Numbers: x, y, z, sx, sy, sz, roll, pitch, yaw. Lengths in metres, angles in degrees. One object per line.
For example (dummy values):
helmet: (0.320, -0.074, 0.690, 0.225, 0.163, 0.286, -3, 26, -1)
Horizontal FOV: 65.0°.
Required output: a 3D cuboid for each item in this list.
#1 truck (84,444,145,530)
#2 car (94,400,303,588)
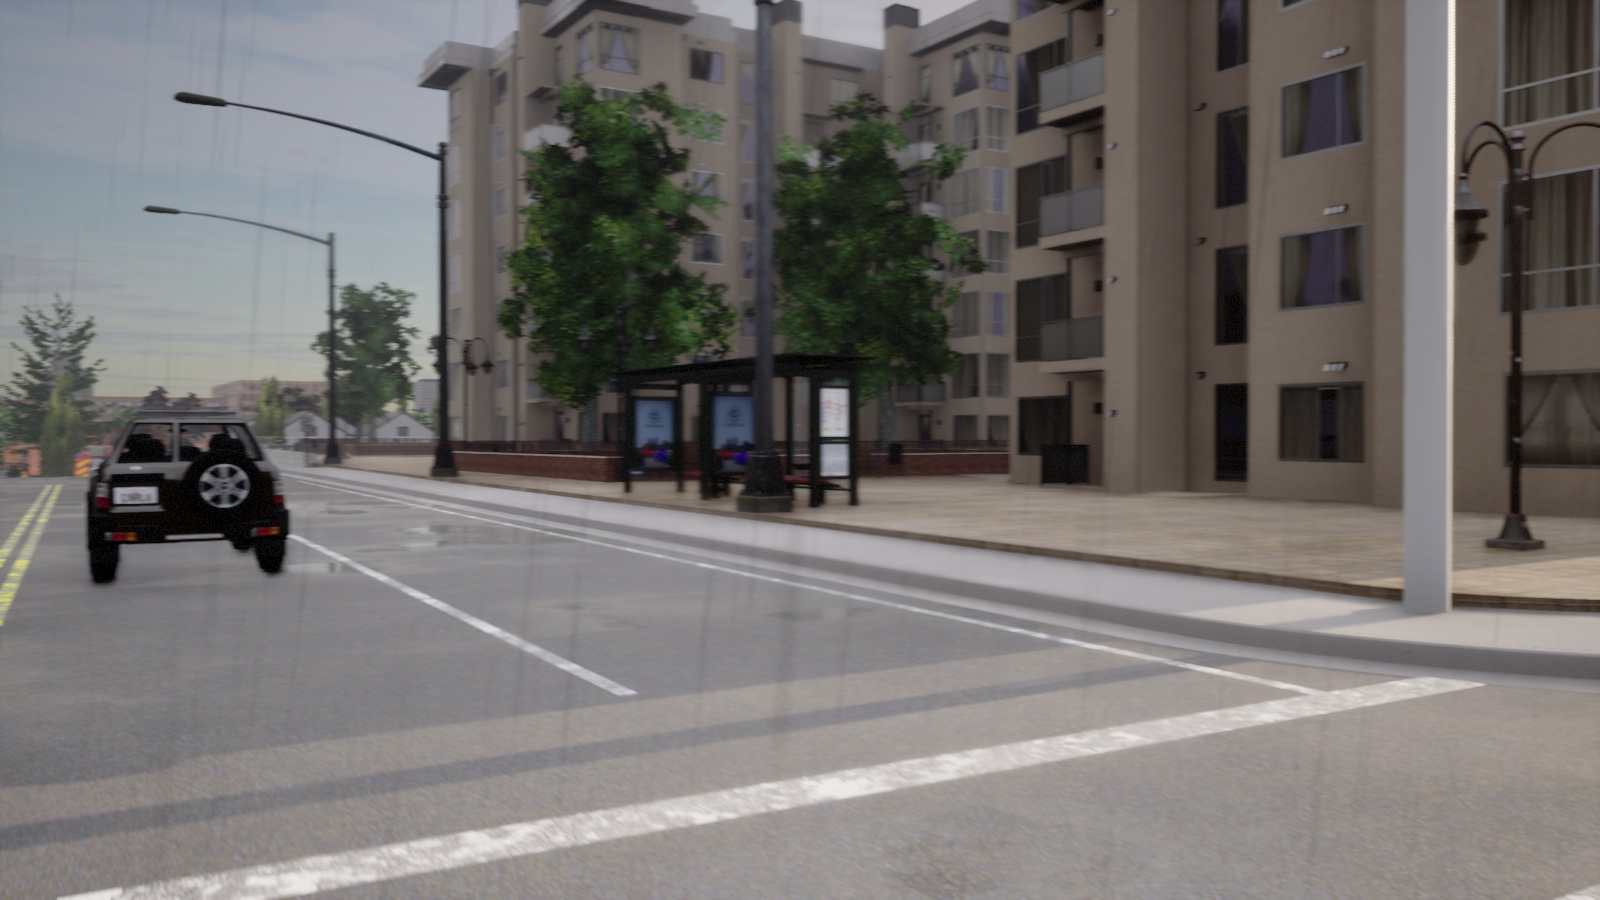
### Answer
truck: (-39.676, 2.213, 72.589, 2.891, 3.827, 8.468, 0, -9, -29)
car: (-7.261, 0.408, 14.892, 1.932, 1.855, 4.605, 0, 1, -29)
